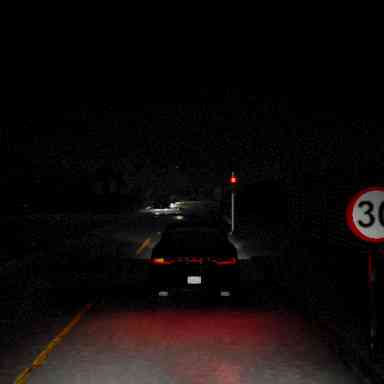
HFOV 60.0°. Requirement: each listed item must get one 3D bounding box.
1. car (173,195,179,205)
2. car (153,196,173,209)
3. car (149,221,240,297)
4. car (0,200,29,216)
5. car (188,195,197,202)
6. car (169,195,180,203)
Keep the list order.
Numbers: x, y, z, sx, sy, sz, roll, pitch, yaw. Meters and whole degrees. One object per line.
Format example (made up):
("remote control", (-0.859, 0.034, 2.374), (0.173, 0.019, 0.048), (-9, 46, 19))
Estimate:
("car", (-3.967, 1.488, 59.086), (2.128, 1.511, 4.902), (0, 0, 0))
("car", (-4.014, 1.564, 44.560), (1.994, 1.385, 4.181), (0, 0, 0))
("car", (0.068, 1.478, 8.629), (1.882, 1.535, 5.008), (0, 0, 1))
("car", (-18.244, 1.491, 31.831), (4.902, 1.511, 2.128), (0, 0, 2))
("car", (0.135, 1.339, 71.405), (1.812, 1.442, 4.674), (0, 0, 0))
("car", (-3.859, 1.525, 74.304), (2.128, 1.511, 4.902), (0, 0, 0))
